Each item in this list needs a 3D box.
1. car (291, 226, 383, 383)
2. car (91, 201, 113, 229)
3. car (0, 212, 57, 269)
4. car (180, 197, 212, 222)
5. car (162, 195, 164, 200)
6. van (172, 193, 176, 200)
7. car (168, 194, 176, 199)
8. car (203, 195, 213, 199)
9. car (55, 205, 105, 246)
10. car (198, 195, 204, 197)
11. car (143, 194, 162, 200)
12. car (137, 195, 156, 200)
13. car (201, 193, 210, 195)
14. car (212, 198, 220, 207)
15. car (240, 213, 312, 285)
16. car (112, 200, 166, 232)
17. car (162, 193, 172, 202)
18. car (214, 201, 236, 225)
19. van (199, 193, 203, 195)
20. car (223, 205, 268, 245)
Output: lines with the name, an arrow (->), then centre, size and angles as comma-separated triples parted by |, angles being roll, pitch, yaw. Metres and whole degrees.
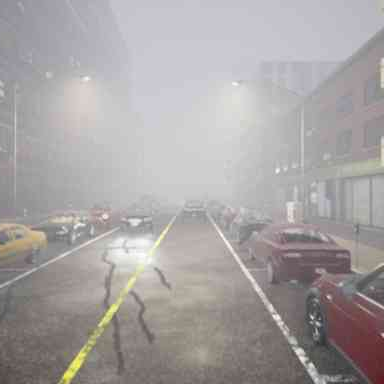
car -> 2.706, 1.429, 3.570 | 1.967, 1.590, 4.097 | 1, 0, 0
car -> -5.658, 1.374, 20.657 | 1.967, 1.590, 4.097 | 1, 0, 0
car -> -5.670, 1.497, 9.145 | 1.752, 1.417, 4.829 | 1, 0, 0
car -> 0.126, 1.408, 25.202 | 2.128, 1.511, 4.902 | 0, 0, 0
car -> -5.633, 1.415, 49.012 | 1.802, 1.307, 4.206 | 1, 0, 0
van -> -5.596, 1.044, 83.037 | 1.690, 1.788, 3.998 | 1, 0, 0
car -> -5.589, 1.202, 94.379 | 1.887, 1.381, 4.507 | 1, 0, 0
car -> 2.743, 1.399, 43.265 | 1.887, 1.381, 4.507 | 1, 0, 0
car -> -5.665, 1.503, 14.986 | 2.008, 1.369, 4.403 | 1, 0, 0
car -> 0.140, 1.427, 41.029 | 1.994, 1.385, 4.181 | 0, 0, 0
car -> -5.634, 1.169, 43.339 | 2.192, 1.841, 5.009 | 1, 0, 0
car -> -5.643, 1.425, 37.670 | 2.008, 1.369, 4.403 | 1, 0, 0
car -> 2.743, 1.336, 54.776 | 1.752, 1.417, 4.829 | 1, 0, 0
car -> 2.726, 1.459, 26.253 | 1.887, 1.381, 4.507 | 1, 0, 0
car -> 2.710, 1.515, 9.242 | 1.887, 1.381, 4.507 | 1, 0, 0
car -> -2.981, 1.429, 19.823 | 2.128, 1.511, 4.902 | 0, 0, 0
car -> -5.614, 1.209, 66.024 | 1.967, 1.590, 4.097 | 1, 0, 0
car -> 2.721, 1.484, 20.583 | 2.008, 1.369, 4.403 | 1, 0, 0
van -> 2.734, 1.110, 65.947 | 1.690, 1.788, 3.998 | 1, 0, 0
car -> 2.715, 1.503, 14.912 | 2.008, 1.369, 4.403 | 1, 0, 0
